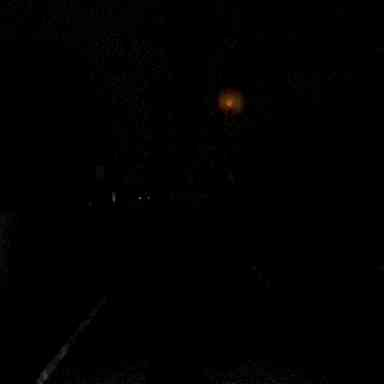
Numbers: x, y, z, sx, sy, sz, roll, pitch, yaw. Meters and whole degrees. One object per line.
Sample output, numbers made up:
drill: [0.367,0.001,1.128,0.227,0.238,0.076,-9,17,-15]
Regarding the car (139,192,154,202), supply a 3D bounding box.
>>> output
car: [-7.122,0.794,51.953,1.837,1.490,4.892,0,1,0]
